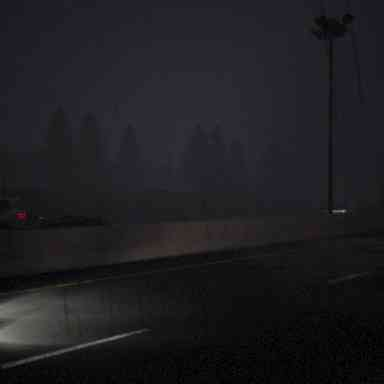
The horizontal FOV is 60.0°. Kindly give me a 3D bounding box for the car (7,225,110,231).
[{"bbox_3d":[-5.107,1.592,13.261,4.181,1.385,1.994,1,0,-36],"label":"car"}]

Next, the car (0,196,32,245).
[{"bbox_3d":[-10.026,1.217,14.036,5.566,2.045,2.150,0,0,-35],"label":"car"}]
